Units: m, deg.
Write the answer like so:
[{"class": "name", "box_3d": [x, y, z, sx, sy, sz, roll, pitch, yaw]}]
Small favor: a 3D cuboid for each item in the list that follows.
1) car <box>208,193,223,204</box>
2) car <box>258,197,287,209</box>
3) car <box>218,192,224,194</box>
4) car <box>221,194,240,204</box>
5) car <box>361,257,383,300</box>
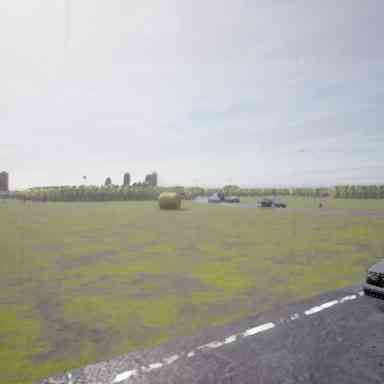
[{"class": "car", "box_3d": [4.343, 1.477, 64.994, 1.812, 1.442, 4.674, -1, 0, -11]}, {"class": "car", "box_3d": [10.651, 1.452, 44.434, 1.837, 1.490, 4.892, -1, 0, -22]}, {"class": "car", "box_3d": [5.870, 1.119, 73.200, 2.150, 2.045, 5.566, -1, 0, -6]}, {"class": "car", "box_3d": [7.619, 1.443, 63.023, 1.812, 1.442, 4.674, -1, 0, -12]}, {"class": "car", "box_3d": [5.890, 1.516, 7.251, 5.357, 1.411, 2.033, 0, 0, -35]}]
